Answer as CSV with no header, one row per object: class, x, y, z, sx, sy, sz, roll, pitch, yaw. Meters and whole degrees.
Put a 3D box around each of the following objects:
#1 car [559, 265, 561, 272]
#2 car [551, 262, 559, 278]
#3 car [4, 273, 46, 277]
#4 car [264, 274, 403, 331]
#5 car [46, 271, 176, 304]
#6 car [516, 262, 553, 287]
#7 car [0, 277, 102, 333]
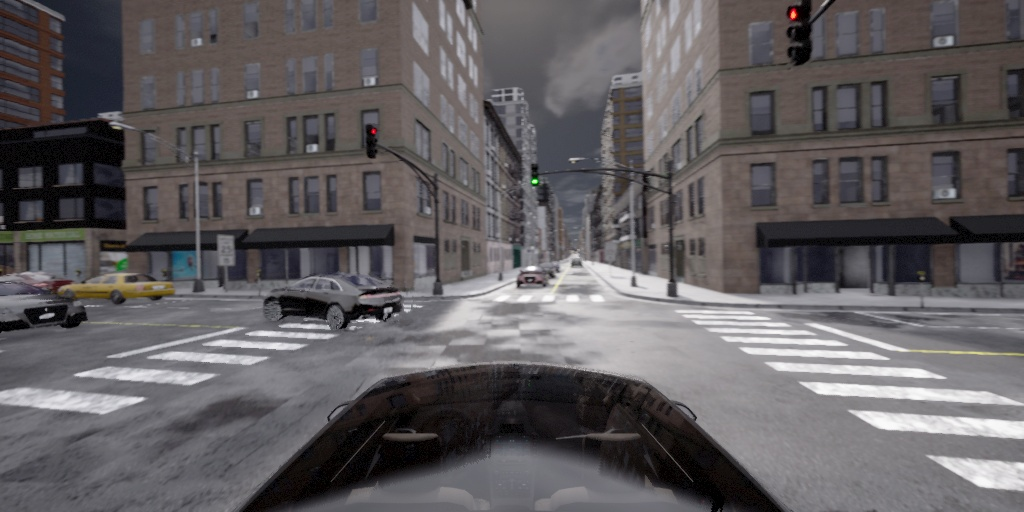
car,5.056,1.444,44.876,1.895,1.301,4.718,-1,0,10
car,3.254,1.337,34.920,1.837,1.490,4.892,-1,0,10
car,-23.137,1.443,17.131,4.207,1.307,1.802,0,0,10
car,-5.679,1.304,11.242,4.902,1.511,2.128,0,0,27
car,-17.899,1.359,16.245,4.829,1.417,1.751,0,0,10
car,1.512,1.385,25.120,1.994,1.385,4.181,-1,0,10
car,-14.202,1.405,9.763,4.181,1.385,1.994,0,0,9
